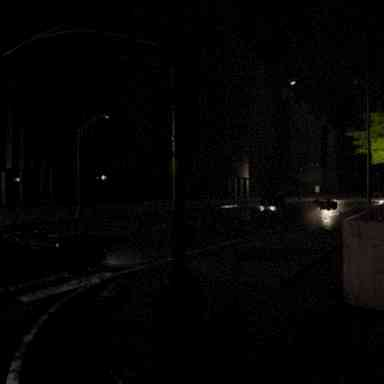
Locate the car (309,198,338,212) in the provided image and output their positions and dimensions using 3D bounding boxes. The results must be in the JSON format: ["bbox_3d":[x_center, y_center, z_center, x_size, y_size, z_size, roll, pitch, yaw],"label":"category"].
[{"bbox_3d":[13.666,1.279,34.353,1.895,1.301,4.718,0,0,35],"label":"car"}]

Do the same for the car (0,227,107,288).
[{"bbox_3d":[-4.639,1.556,7.886,2.033,1.411,5.357,-1,1,35],"label":"car"}]

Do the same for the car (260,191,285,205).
[{"bbox_3d":[11.915,0.859,48.968,2.150,2.045,5.566,0,0,35],"label":"car"}]
